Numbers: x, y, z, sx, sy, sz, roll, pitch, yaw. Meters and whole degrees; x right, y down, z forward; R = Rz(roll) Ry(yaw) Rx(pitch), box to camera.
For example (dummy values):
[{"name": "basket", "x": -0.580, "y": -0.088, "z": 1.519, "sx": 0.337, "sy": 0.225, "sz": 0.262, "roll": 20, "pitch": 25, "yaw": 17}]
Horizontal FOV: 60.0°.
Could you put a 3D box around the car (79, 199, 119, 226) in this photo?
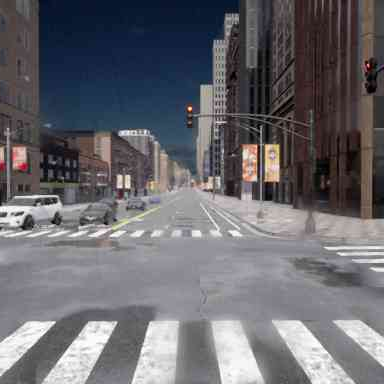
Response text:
[{"name": "car", "x": -6.557, "y": 1.508, "z": 23.700, "sx": 1.837, "sy": 1.490, "sz": 4.892, "roll": 0, "pitch": 0, "yaw": -1}]

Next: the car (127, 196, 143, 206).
[{"name": "car", "x": -9.767, "y": 1.509, "z": 57.139, "sx": 1.837, "sy": 1.490, "sz": 4.892, "roll": 0, "pitch": -1, "yaw": 0}]

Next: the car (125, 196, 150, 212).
[{"name": "car", "x": -6.590, "y": 1.569, "z": 39.586, "sx": 1.994, "sy": 1.385, "sz": 4.181, "roll": 0, "pitch": 0, "yaw": 0}]

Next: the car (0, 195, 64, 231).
[{"name": "car", "x": -10.190, "y": 1.223, "z": 20.895, "sx": 2.150, "sy": 2.045, "sz": 5.566, "roll": 0, "pitch": 0, "yaw": 6}]

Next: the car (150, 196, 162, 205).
[{"name": "car", "x": -6.495, "y": 1.480, "z": 59.565, "sx": 1.882, "sy": 1.535, "sz": 5.008, "roll": 0, "pitch": 0, "yaw": 0}]
